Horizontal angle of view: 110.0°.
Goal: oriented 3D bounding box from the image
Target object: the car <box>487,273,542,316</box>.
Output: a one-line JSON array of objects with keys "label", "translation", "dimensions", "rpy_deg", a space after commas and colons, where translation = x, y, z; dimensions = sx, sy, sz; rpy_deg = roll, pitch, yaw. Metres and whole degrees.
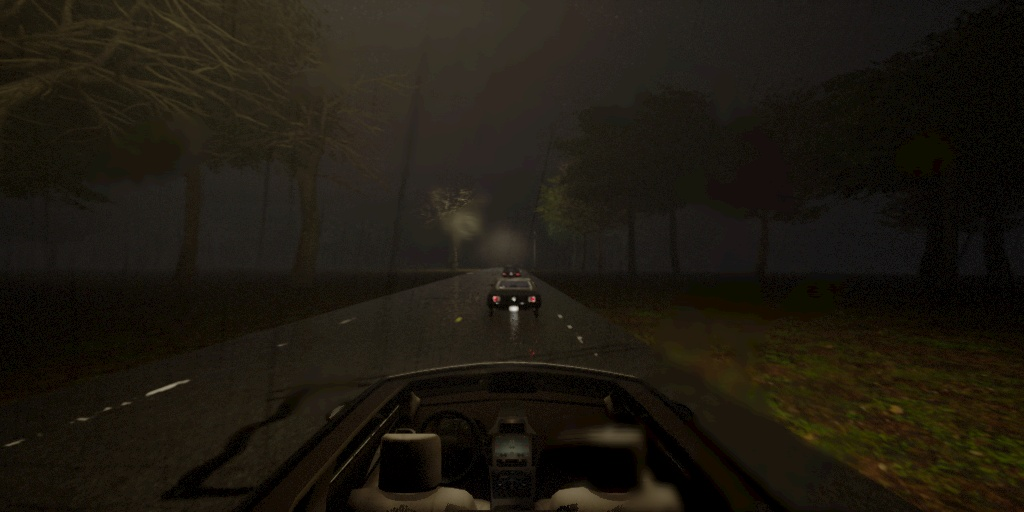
[{"label": "car", "translation": [0.060, 1.517, 14.337], "dimensions": [1.895, 1.301, 4.718], "rpy_deg": [1, -1, 0]}]

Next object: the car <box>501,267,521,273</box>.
[{"label": "car", "translation": [-0.091, 1.764, 35.736], "dimensions": [2.033, 1.411, 5.357], "rpy_deg": [1, -1, 0]}]
